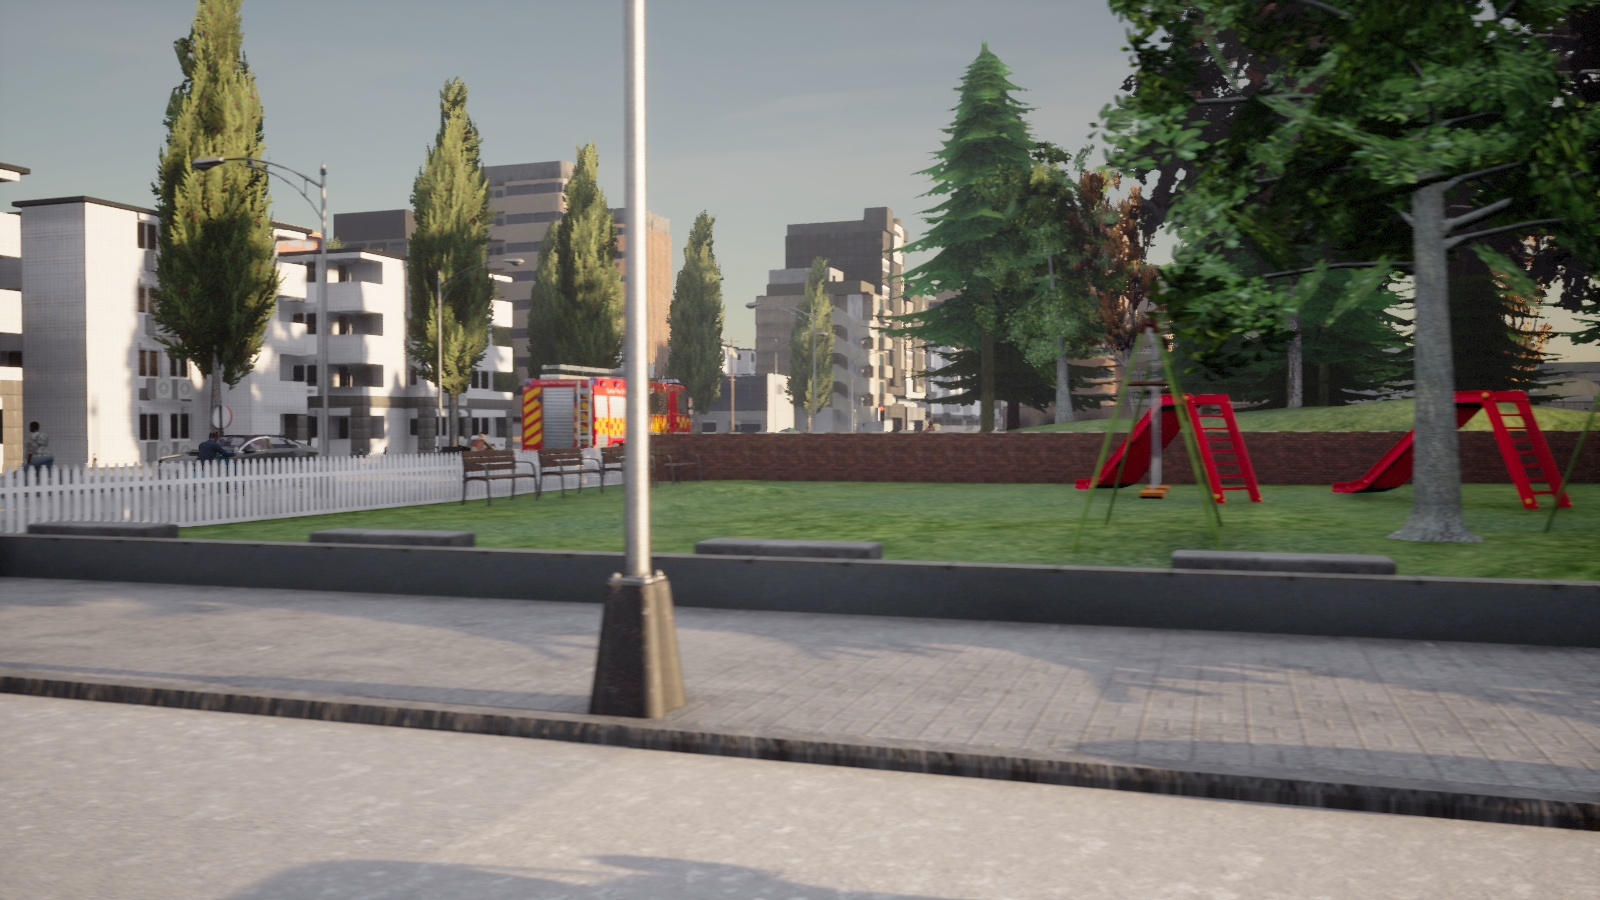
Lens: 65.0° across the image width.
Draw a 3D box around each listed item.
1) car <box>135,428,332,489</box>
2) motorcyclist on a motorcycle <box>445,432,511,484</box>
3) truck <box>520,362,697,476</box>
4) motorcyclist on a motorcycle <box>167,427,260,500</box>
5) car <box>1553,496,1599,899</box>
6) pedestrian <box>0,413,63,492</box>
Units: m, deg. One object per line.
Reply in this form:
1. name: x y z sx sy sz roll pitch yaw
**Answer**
1. car: -15.289 0.170 34.237 2.128 1.511 4.902 1 1 19
2. motorcyclist on a motorcycle: -9.753 0.209 38.110 0.866 1.530 2.191 1 1 19
3. truck: -6.864 -1.116 46.598 2.891 3.827 8.468 1 1 19
4. motorcyclist on a motorcycle: -13.125 0.274 28.143 0.866 1.590 1.817 1 1 19
5. car: 3.065 0.850 2.690 2.207 1.376 1.481 1 1 19
6. pedestrian: -18.204 0.051 29.759 0.900 1.855 0.874 0 1 11
